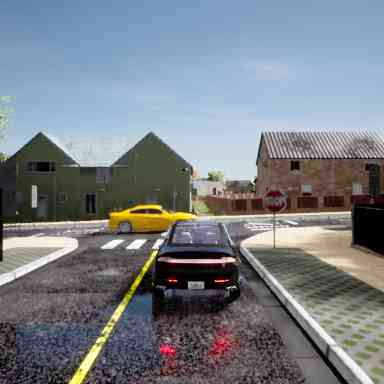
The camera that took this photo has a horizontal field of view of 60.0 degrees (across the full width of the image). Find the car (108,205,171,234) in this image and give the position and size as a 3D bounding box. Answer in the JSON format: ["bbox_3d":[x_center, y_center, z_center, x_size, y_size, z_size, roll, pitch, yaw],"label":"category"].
[{"bbox_3d":[-2.178,1.506,18.866,5.008,1.535,1.882,-1,-1,1],"label":"car"}]

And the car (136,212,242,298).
[{"bbox_3d":[0.159,1.493,8.513,2.128,1.511,4.902,0,0,2],"label":"car"}]
